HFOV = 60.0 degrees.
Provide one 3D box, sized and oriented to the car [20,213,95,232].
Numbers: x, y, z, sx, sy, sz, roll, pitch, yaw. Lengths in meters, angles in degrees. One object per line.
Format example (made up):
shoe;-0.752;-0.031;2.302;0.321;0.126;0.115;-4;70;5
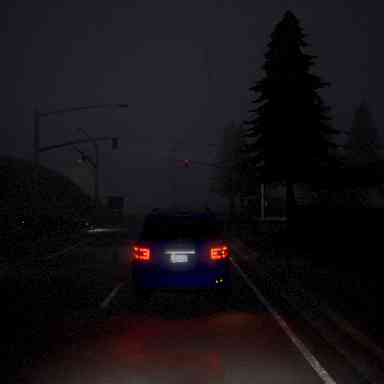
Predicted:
car;-10.467;2.350;26.099;5.357;1.411;2.033;0;-1;1

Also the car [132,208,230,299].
car;-0.240;1.439;9.239;2.150;2.045;5.566;0;-1;0
